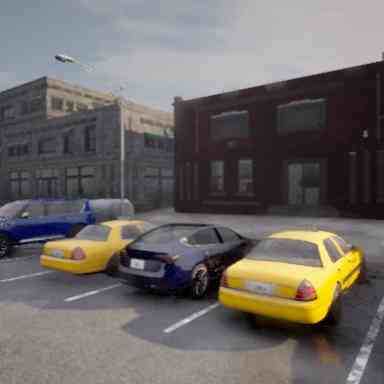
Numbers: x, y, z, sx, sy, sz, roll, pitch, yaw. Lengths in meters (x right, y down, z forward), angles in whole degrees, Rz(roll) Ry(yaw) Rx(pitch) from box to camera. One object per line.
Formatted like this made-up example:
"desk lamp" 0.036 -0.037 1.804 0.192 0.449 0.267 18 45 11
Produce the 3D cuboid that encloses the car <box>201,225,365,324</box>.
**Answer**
"car" 2.552 1.492 7.361 1.946 1.575 5.366 -1 0 35

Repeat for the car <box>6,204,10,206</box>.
"car" -13.296 1.669 18.374 2.097 1.535 5.008 -1 0 35

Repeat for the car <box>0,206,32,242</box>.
"car" -11.042 1.680 16.784 2.002 1.452 4.674 -1 0 35

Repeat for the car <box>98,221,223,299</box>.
"car" 0.214 1.546 8.829 2.163 1.488 4.792 -1 0 35

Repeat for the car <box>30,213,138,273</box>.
"car" -1.945 1.535 10.553 1.946 1.575 5.366 -1 0 35
